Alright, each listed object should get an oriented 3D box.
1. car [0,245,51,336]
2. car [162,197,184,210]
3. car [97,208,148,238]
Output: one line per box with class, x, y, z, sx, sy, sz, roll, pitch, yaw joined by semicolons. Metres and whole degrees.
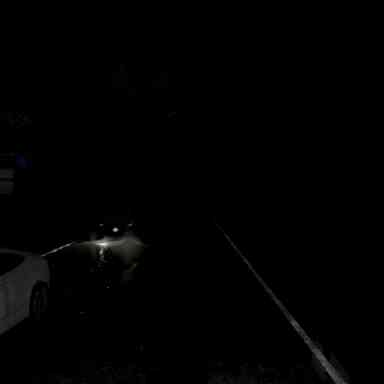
car;-3.550;1.523;4.519;1.812;1.442;4.674;0;0;1
car;-2.556;1.456;43.701;1.882;1.535;5.008;0;0;-20
car;-3.531;1.556;17.423;1.994;1.385;4.181;0;0;1
